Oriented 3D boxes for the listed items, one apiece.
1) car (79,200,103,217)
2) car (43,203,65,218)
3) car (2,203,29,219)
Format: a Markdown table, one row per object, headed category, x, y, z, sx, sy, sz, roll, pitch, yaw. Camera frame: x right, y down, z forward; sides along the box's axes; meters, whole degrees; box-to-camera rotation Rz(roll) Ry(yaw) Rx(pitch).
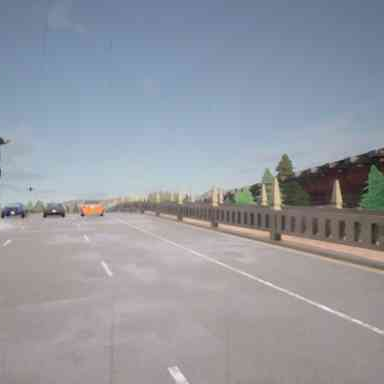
| category | x | y | z | sx | sy | sz | roll | pitch | yaw |
| --- | --- | --- | --- | --- | --- | --- | --- | --- | --- |
| car | -10.662 | 1.606 | 34.938 | 2.097 | 1.767 | 4.553 | 0 | -1 | -22 |
| car | -13.952 | 1.816 | 33.732 | 1.994 | 1.385 | 4.181 | 0 | -1 | -22 |
| car | -17.178 | 1.774 | 32.384 | 1.812 | 1.442 | 4.674 | 0 | -1 | -22 |
